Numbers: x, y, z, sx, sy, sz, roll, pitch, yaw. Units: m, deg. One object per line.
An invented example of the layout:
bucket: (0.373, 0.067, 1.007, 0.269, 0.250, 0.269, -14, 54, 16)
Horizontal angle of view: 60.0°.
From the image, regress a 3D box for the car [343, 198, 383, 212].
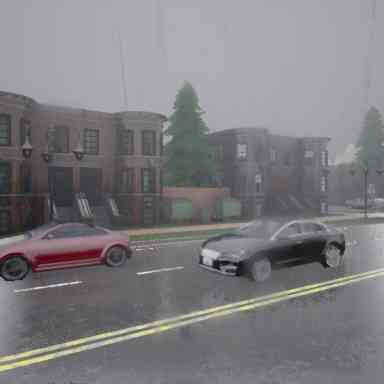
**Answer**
car: (19.824, 1.453, 38.143, 2.128, 1.511, 4.902, 0, 0, -30)

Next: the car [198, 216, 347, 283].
car: (2.458, 1.492, 9.703, 4.902, 1.511, 2.128, 0, 0, -33)

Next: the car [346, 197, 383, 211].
car: (21.983, 1.439, 41.304, 1.882, 1.535, 5.008, 0, 0, -28)

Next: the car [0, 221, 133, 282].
car: (-3.896, 1.564, 9.784, 4.181, 1.385, 1.994, 0, 0, -33)
